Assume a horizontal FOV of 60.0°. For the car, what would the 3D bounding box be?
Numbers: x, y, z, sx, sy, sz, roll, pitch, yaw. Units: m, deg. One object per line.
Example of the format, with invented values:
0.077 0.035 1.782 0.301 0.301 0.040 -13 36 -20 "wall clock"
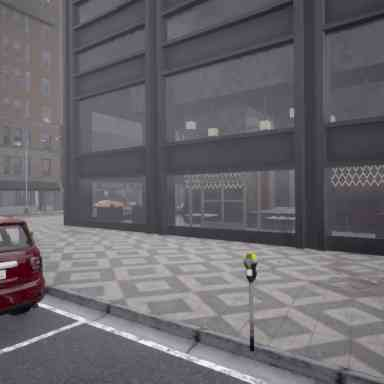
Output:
-4.811 1.317 6.282 5.009 1.841 2.192 0 -1 35 "car"
